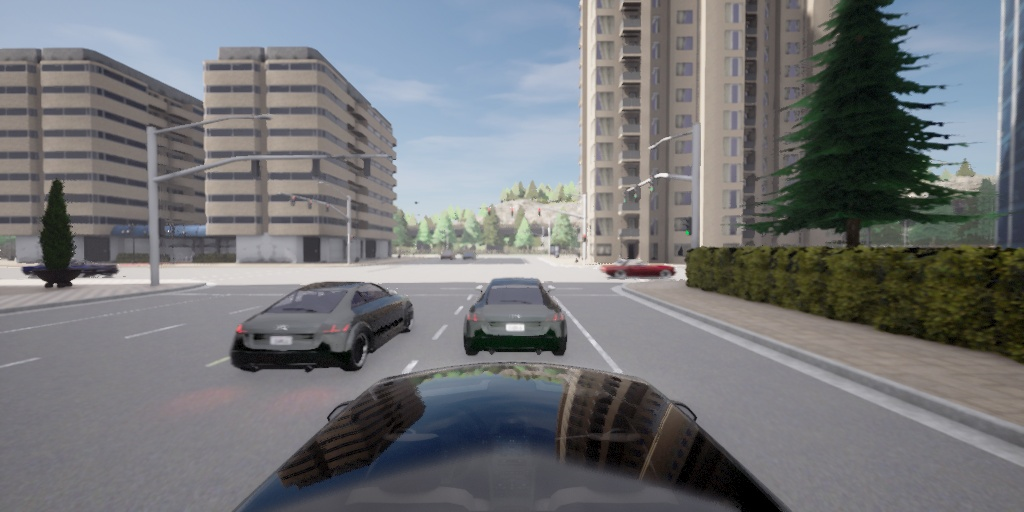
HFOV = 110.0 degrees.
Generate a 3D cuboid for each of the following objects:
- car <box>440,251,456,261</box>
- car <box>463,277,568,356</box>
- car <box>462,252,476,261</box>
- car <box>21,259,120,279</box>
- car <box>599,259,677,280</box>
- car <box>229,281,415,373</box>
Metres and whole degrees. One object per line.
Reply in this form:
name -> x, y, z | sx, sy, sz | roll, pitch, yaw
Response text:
car -> -10.464, -0.062, 58.816 | 1.882, 1.535, 5.008 | 0, 1, 1
car -> 0.073, 1.166, 8.249 | 1.994, 1.385, 4.181 | 0, 1, 0
car -> -6.961, 0.011, 58.730 | 2.033, 1.411, 5.357 | 0, 1, 1
car -> -29.727, 0.858, 24.260 | 4.718, 1.301, 1.895 | 0, 1, 1
car -> 8.317, 0.870, 23.827 | 4.718, 1.301, 1.895 | 0, 1, 1
car -> -3.433, 1.186, 7.368 | 1.994, 1.385, 4.181 | 0, 1, 0
